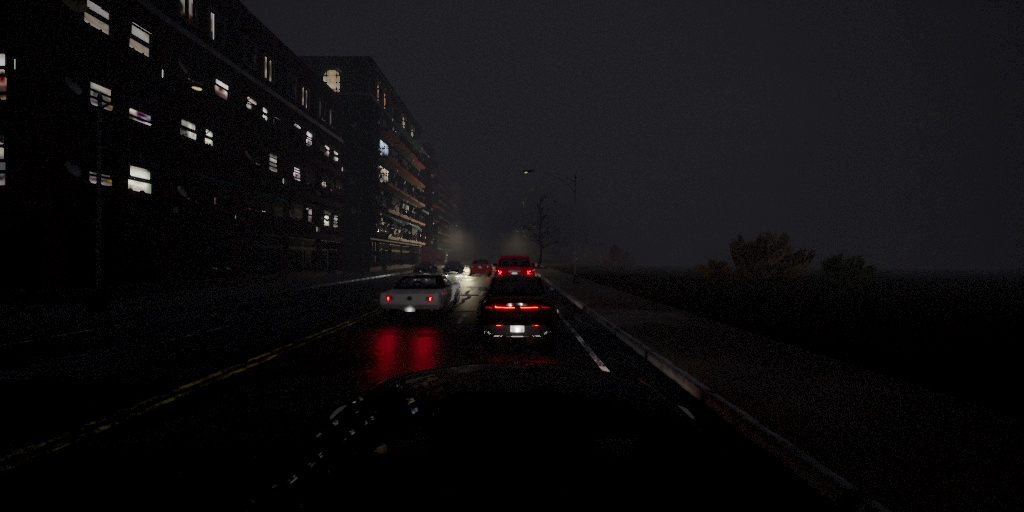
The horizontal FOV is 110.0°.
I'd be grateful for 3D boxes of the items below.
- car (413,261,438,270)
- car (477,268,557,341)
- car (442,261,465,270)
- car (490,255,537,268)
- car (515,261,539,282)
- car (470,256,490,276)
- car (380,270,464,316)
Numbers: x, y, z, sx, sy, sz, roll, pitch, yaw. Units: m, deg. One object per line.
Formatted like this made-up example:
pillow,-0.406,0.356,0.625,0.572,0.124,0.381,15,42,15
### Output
car,-9.797,1.300,41.130,2.033,1.411,5.357,0,0,0
car,0.113,1.256,9.814,1.837,1.490,4.892,0,0,0
car,-6.548,1.279,40.397,1.812,1.442,4.674,0,0,0
car,0.125,0.975,20.161,2.150,2.045,5.566,0,0,0
car,1.177,1.209,30.568,1.801,1.575,5.366,0,0,0
car,-3.107,1.104,37.058,2.097,1.767,4.553,0,0,0
car,-3.135,1.352,13.260,1.895,1.301,4.718,0,0,0
